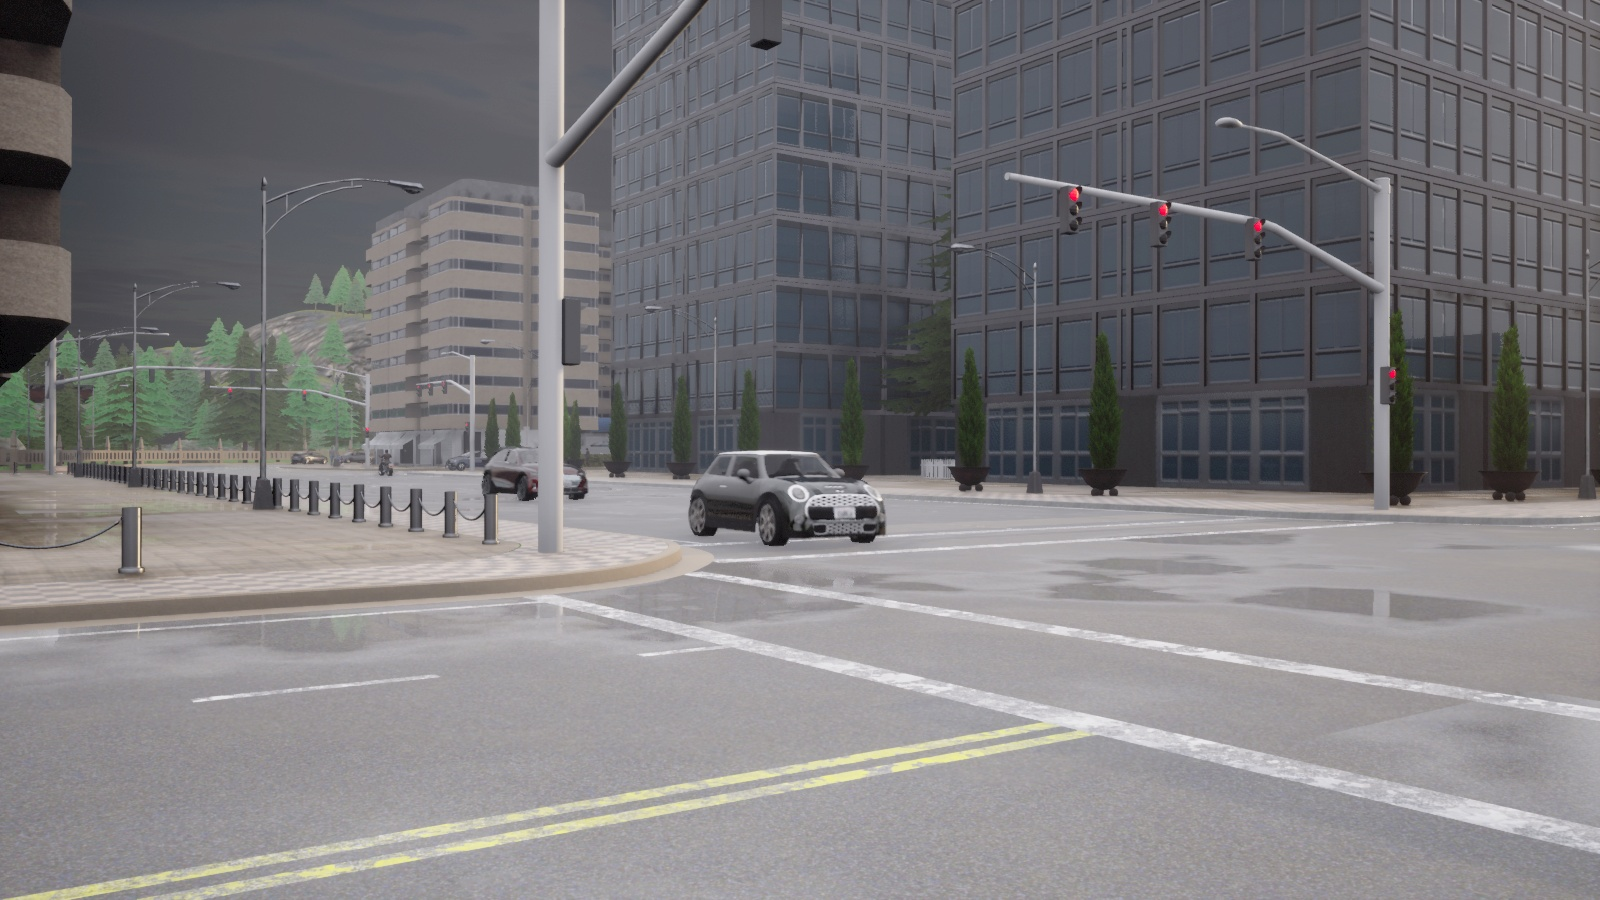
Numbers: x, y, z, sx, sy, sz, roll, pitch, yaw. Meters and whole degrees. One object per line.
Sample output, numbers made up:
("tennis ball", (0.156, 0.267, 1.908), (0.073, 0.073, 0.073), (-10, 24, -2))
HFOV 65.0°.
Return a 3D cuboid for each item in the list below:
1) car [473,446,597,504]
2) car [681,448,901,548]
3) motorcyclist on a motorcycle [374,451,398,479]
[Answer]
("car", (-8.209, 0.731, 38.592), (2.033, 1.649, 4.856), (0, 0, -34))
("car", (-0.252, 0.709, 20.656), (1.970, 1.475, 3.806), (0, 0, -31))
("motorcyclist on a motorcycle", (-24.902, 0.877, 75.473), (0.766, 1.649, 2.350), (0, 0, -34))
